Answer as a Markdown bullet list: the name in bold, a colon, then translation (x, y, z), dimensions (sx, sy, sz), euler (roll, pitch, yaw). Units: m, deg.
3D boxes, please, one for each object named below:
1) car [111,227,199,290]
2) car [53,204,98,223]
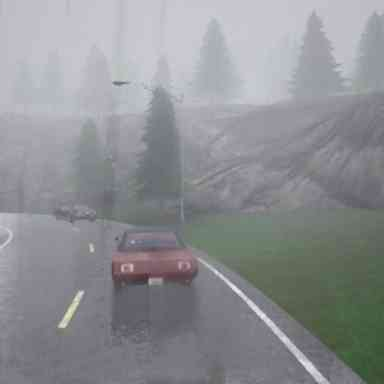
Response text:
- **car**: translation (-1.196, 1.621, 9.245), dimensions (1.895, 1.301, 4.718), euler (0, 0, -11)
- **car**: translation (-9.183, 1.614, 25.980), dimensions (2.033, 1.411, 5.357), euler (0, 0, -40)
